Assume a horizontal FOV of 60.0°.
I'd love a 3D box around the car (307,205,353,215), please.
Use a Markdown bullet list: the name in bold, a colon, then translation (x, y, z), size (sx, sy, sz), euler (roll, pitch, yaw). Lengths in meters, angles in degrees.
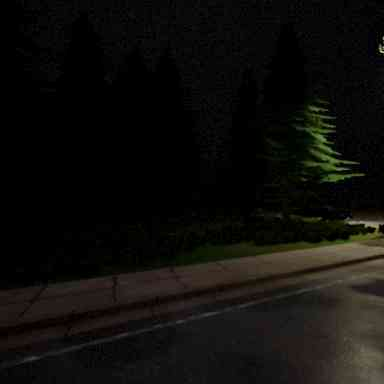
- **car**: translation (12.086, 1.880, 31.006), size (2.033, 1.411, 5.357), euler (1, 0, -34)
